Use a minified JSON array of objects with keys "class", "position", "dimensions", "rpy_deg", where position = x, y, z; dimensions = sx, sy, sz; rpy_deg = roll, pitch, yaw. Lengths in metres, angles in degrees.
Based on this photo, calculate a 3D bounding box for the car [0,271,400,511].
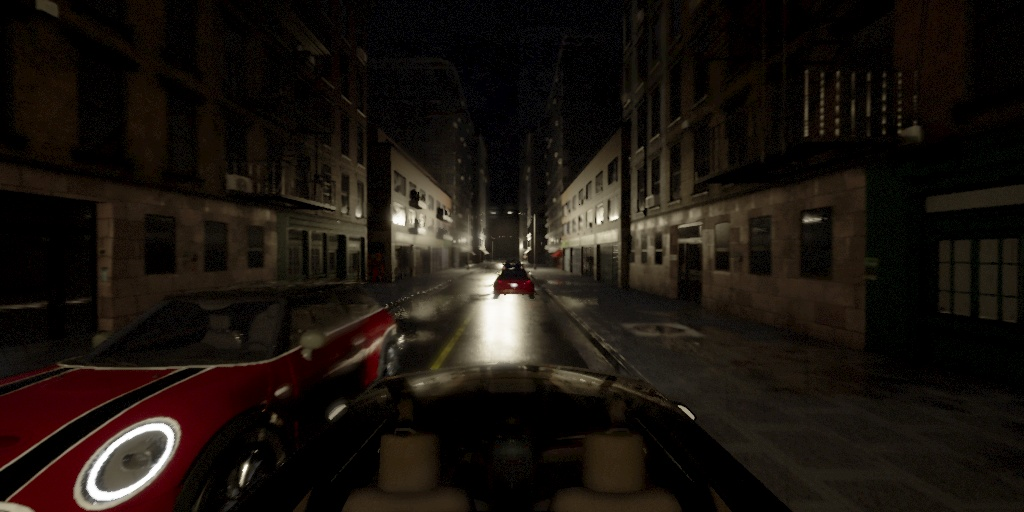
[{"class":"car","position":[-2.838,1.101,3.816],"dimensions":[2.097,1.767,4.553],"rpy_deg":[0,0,0]}]

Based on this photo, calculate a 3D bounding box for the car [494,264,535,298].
[{"class":"car","position":[0.103,1.311,18.430],"dimensions":[1.994,1.385,4.181],"rpy_deg":[0,0,0]}]

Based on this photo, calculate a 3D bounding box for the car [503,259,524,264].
[{"class":"car","position":[0.108,1.104,34.275],"dimensions":[2.097,1.767,4.553],"rpy_deg":[0,0,0]}]
